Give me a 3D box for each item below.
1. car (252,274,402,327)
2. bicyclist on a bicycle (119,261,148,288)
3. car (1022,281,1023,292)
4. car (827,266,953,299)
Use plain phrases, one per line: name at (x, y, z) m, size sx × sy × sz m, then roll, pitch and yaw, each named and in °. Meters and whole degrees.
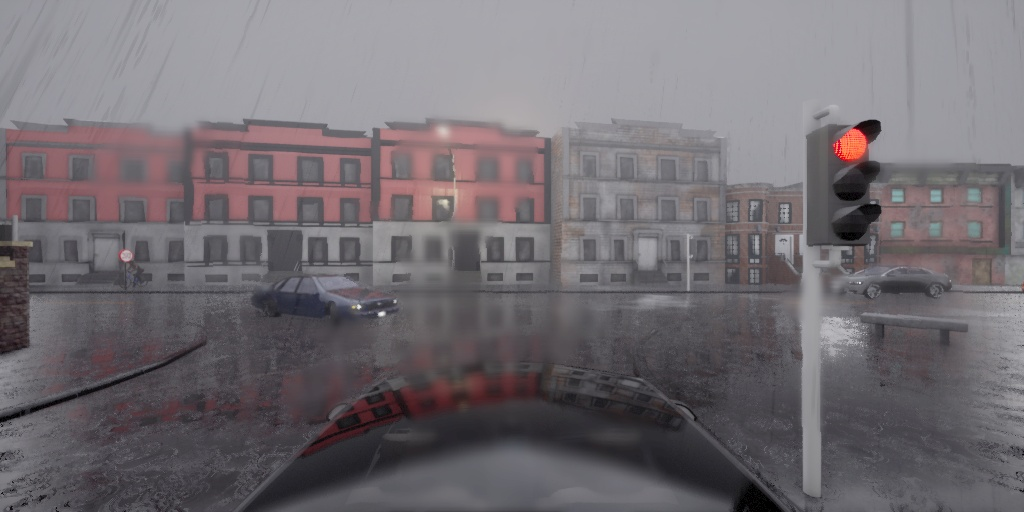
car at (-6.124, 1.297, 11.622) m, size 5.357 × 1.411 × 2.033 m, roll 0°, pitch 0°, yaw 27°
bicyclist on a bicycle at (-22.690, 1.098, 21.514) m, size 0.582 × 1.620 × 1.656 m, roll 0°, pitch 0°, yaw 0°
car at (28.020, 1.102, 17.327) m, size 4.553 × 1.767 × 2.097 m, roll 0°, pitch 0°, yaw 0°
car at (18.126, 1.242, 17.335) m, size 4.902 × 1.511 × 2.128 m, roll 0°, pitch 0°, yaw 0°
